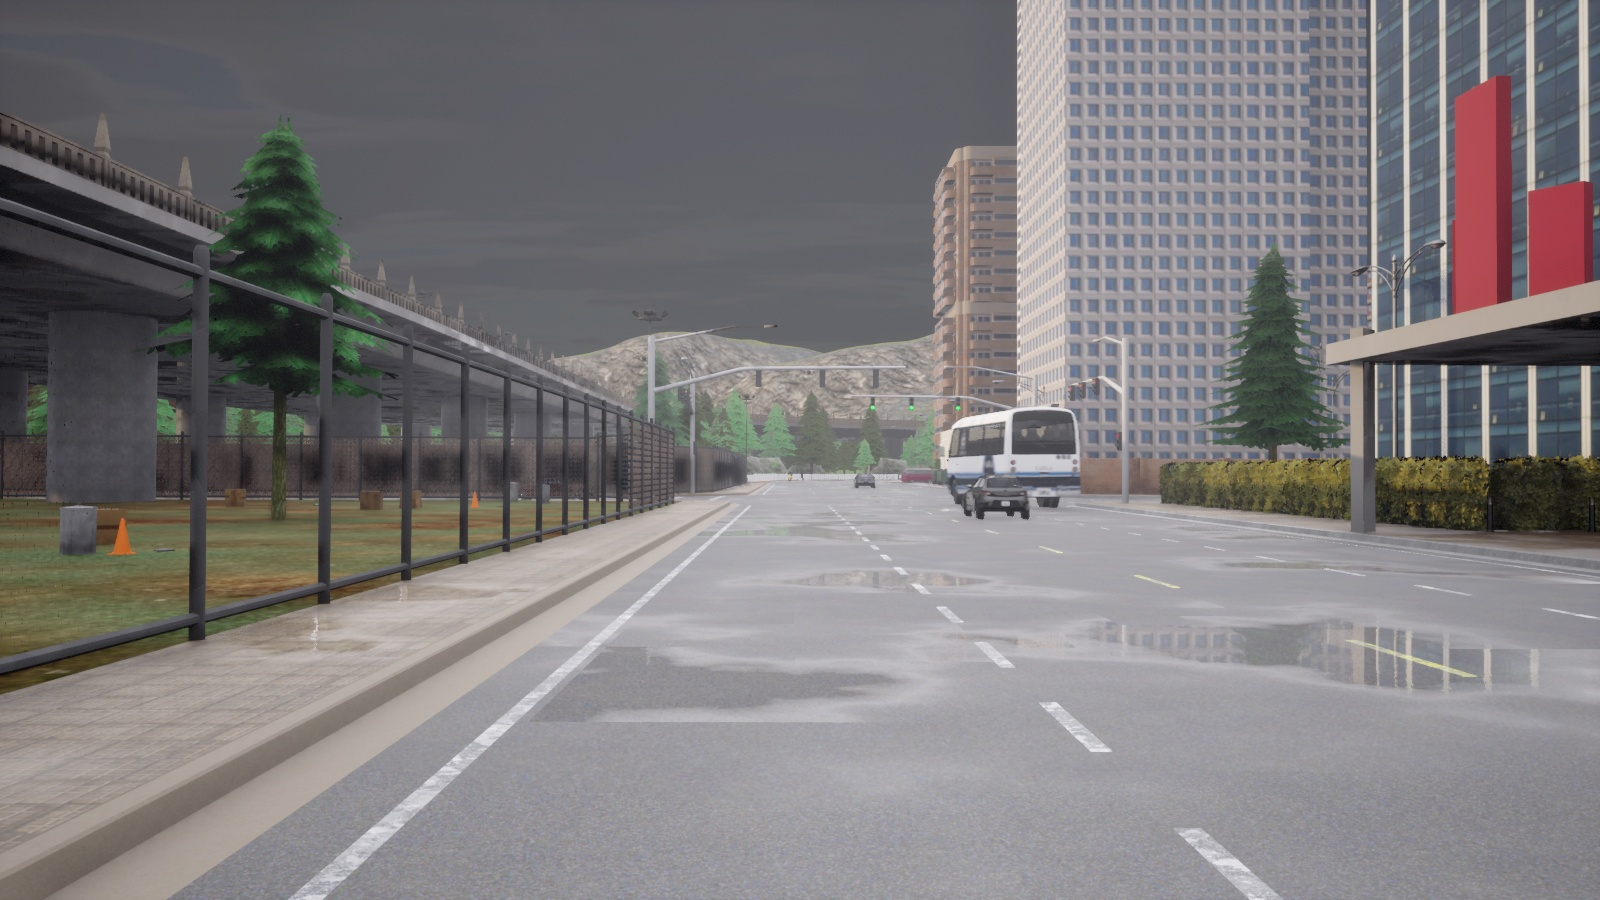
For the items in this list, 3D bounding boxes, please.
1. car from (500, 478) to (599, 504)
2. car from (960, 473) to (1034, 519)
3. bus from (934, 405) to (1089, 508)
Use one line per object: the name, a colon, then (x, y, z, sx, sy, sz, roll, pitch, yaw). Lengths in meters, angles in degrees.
car: (-12.835, 2.102, 64.480, 4.718, 1.301, 1.895, 0, -1, -1)
car: (6.656, 1.519, 42.834, 1.816, 1.474, 4.193, 0, -1, -1)
bus: (9.351, 0.375, 57.323, 3.944, 4.253, 10.273, -1, -1, -8)
